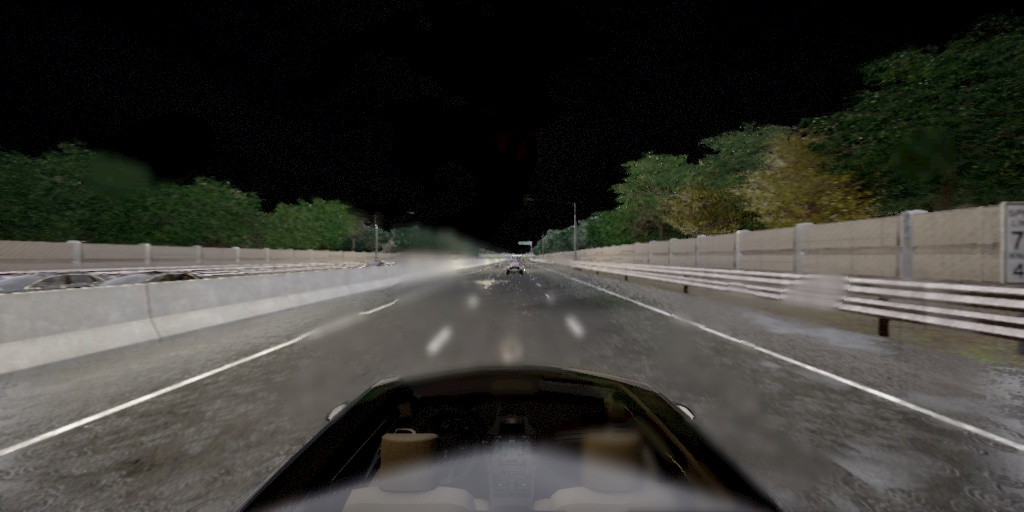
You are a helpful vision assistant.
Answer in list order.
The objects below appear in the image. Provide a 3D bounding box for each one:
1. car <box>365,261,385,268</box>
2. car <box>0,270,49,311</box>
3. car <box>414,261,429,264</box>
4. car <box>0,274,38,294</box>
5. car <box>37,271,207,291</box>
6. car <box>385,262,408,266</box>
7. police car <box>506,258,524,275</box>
[{"bbox_3d":[-20.652,1.538,54.688,1.837,1.490,4.892,0,0,1],"label":"car"},{"bbox_3d":[-21.038,1.377,13.054,1.882,1.535,5.008,0,0,1],"label":"car"},{"bbox_3d":[-13.656,1.469,54.672,1.882,1.535,5.008,0,0,1],"label":"car"},{"bbox_3d":[-17.534,1.383,13.371,1.837,1.490,4.892,0,0,1],"label":"car"},{"bbox_3d":[-14.034,1.363,13.804,1.837,1.490,4.892,0,0,1],"label":"car"},{"bbox_3d":[-17.146,1.615,54.621,1.895,1.301,4.718,0,0,1],"label":"car"},{"bbox_3d":[0.340,1.361,42.029,2.038,1.542,4.974,0,0,1],"label":"police car"}]
